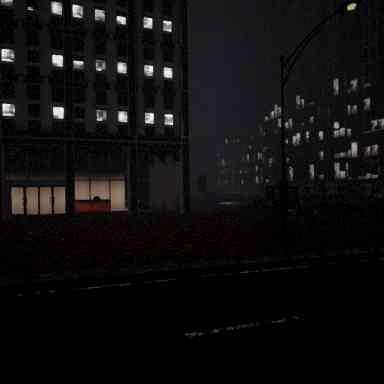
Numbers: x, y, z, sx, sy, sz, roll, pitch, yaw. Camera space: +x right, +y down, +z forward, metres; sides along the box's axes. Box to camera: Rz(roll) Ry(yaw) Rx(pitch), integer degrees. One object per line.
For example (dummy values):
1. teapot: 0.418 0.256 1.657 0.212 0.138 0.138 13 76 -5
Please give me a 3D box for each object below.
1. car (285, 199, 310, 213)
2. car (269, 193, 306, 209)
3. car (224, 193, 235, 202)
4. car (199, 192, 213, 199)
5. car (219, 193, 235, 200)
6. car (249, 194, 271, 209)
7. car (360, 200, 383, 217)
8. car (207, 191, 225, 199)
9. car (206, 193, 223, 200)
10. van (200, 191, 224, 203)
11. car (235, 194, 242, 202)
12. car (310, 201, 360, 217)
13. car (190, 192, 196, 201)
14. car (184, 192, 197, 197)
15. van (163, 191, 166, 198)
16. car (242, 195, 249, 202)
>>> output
1. car: 10.940 1.399 34.661 1.802 1.307 4.206 0 1 -20
2. car: 11.587 1.076 40.792 2.097 1.767 4.553 -1 1 -20
3. car: 5.039 1.094 59.153 2.033 1.411 5.357 -1 1 -20
4. car: 3.450 0.705 80.300 1.967 1.590 4.097 0 1 -20
5. car: 7.320 0.953 69.614 1.802 1.307 4.206 0 1 -20
6. car: 9.061 1.331 40.025 1.947 1.339 4.313 0 1 -20
7. car: 16.603 1.333 26.944 1.882 1.535 5.008 -1 1 -20
8. car: 5.384 0.633 74.955 2.192 1.841 5.009 0 1 -20
9. car: 4.559 0.930 69.609 1.812 1.442 4.674 -1 1 -20
10. van: 3.308 0.952 56.071 1.690 1.788 3.998 0 1 -20
11. car: 7.974 1.023 60.173 1.812 1.442 4.674 -1 1 -20
12. car: 12.858 1.434 29.309 1.947 1.339 4.313 0 1 -20
13. car: -0.560 1.056 66.763 2.008 1.369 4.403 0 1 -20
14. car: -0.418 0.709 90.990 2.008 1.369 4.403 0 1 -20
15. van: -6.364 0.687 82.793 1.690 1.788 3.998 0 1 -20
16. car: 11.188 1.059 58.924 1.802 1.307 4.206 0 1 -20
